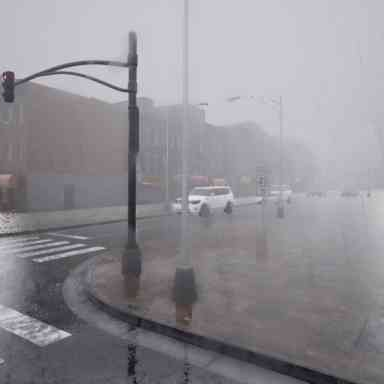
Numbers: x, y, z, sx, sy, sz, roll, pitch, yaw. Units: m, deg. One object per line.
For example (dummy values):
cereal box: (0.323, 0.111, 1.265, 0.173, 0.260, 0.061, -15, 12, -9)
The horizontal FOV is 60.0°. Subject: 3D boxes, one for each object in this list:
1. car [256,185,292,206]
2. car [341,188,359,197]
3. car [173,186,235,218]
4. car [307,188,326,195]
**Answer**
car: (8.654, 0.290, 34.681, 2.150, 2.045, 5.566, 0, 1, 35)
car: (24.995, 0.089, 52.520, 2.033, 1.411, 5.357, 0, 2, 35)
car: (1.010, 0.621, 23.971, 2.150, 2.045, 5.566, 0, 2, 36)
car: (17.724, -0.023, 47.239, 1.994, 1.385, 4.181, 0, 2, 35)
